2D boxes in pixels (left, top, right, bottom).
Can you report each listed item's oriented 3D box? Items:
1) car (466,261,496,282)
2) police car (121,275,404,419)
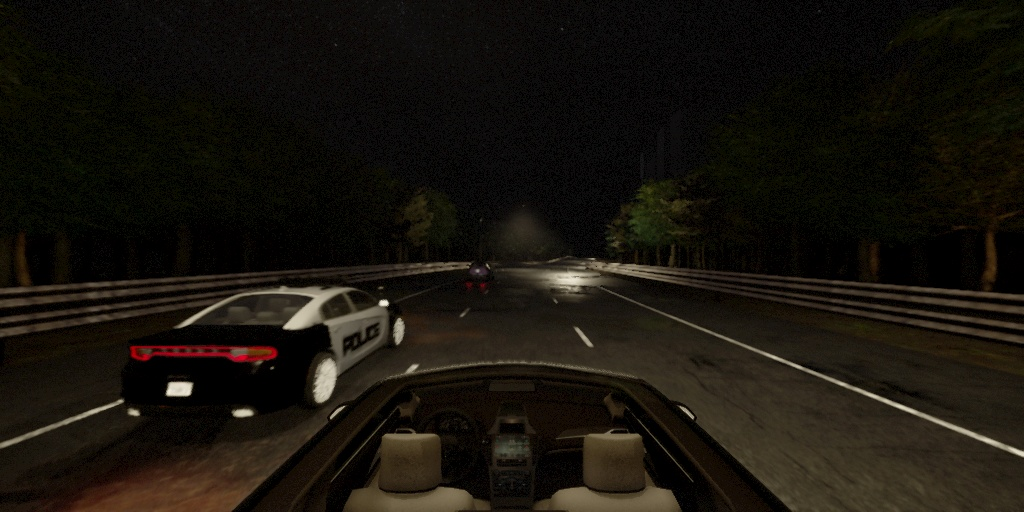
[{"bbox_3d":[-2.509,1.213,29.848,2.033,1.649,4.856,0,0,4],"label":"car"},{"bbox_3d":[-3.366,1.153,6.235,1.930,1.638,5.238,0,0,0],"label":"police car"}]
